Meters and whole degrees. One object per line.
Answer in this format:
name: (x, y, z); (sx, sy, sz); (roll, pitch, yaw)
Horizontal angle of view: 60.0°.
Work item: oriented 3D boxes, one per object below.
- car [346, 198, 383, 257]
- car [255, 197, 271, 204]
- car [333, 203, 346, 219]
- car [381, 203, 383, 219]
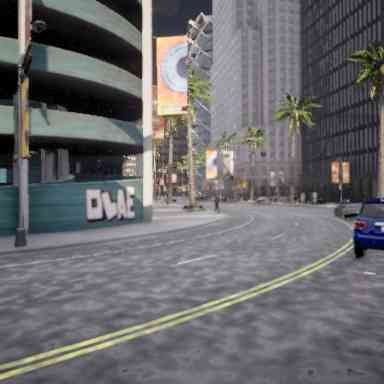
car: (7.559, 1.242, 12.423); (2.150, 2.045, 5.566); (0, 0, 36)
car: (14.945, 1.762, 70.010); (2.231, 1.521, 4.892); (0, 0, -12)
car: (14.129, 1.635, 29.842); (1.994, 1.385, 4.181); (0, 0, 9)
car: (17.121, 1.600, 26.919); (1.994, 1.385, 4.181); (0, 0, 12)
